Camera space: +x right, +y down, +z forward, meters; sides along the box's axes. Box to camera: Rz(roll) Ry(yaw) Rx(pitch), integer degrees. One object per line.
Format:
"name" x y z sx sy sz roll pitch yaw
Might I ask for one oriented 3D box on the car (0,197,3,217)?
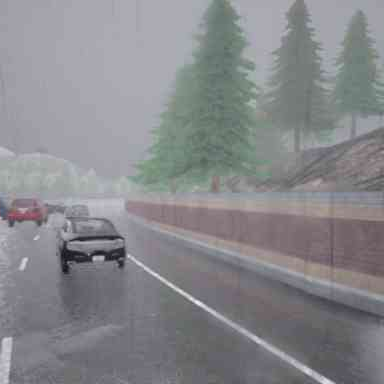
"car" -17.352 1.484 30.041 2.150 2.045 5.566 1 -1 -14

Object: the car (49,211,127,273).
"car" -3.530 1.611 11.247 2.128 1.511 4.902 1 -1 -24

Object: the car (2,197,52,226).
"car" -12.451 1.462 25.536 2.150 2.045 5.566 1 -1 -17

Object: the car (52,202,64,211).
"car" -15.768 1.897 39.366 1.837 1.490 4.892 1 0 -11

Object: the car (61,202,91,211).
"car" -9.841 1.846 28.902 2.033 1.411 5.357 1 -1 -16
